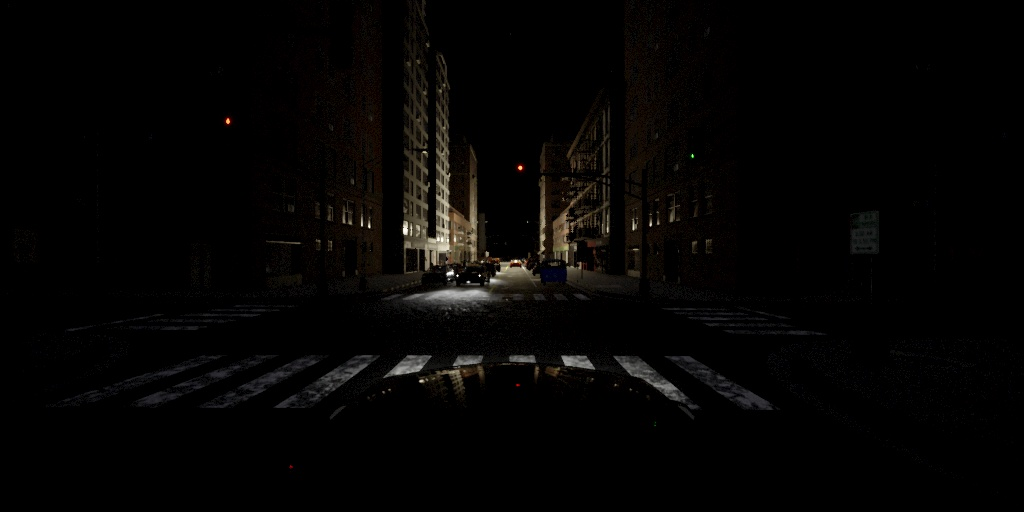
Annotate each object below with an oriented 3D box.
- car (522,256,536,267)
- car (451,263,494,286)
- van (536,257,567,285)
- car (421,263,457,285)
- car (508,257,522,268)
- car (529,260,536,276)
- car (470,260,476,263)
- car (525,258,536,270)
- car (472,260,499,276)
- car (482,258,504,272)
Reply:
[{"bbox_3d":[3.110,1.054,53.781,2.192,1.841,5.009,0,0,1],"label":"car"},{"bbox_3d":[-2.649,1.349,25.147,1.895,1.301,4.718,0,0,4],"label":"car"},{"bbox_3d":[2.850,1.089,25.375,1.690,1.789,3.998,0,0,1],"label":"van"},{"bbox_3d":[-5.175,1.299,25.440,2.007,1.370,4.403,0,0,1],"label":"car"},{"bbox_3d":[0.626,1.336,59.057,1.895,1.301,4.718,0,0,1],"label":"car"},{"bbox_3d":[2.954,1.329,36.736,1.802,1.307,4.207,0,0,1],"label":"car"},{"bbox_3d":[-4.968,1.269,47.997,1.751,1.417,4.829,0,0,1],"label":"car"},{"bbox_3d":[3.058,1.325,48.099,1.802,1.307,4.207,0,0,1],"label":"car"},{"bbox_3d":[-2.544,1.349,35.158,1.895,1.301,4.718,0,0,1],"label":"car"},{"bbox_3d":[-2.446,1.309,45.212,1.994,1.385,4.181,0,0,1],"label":"car"}]
